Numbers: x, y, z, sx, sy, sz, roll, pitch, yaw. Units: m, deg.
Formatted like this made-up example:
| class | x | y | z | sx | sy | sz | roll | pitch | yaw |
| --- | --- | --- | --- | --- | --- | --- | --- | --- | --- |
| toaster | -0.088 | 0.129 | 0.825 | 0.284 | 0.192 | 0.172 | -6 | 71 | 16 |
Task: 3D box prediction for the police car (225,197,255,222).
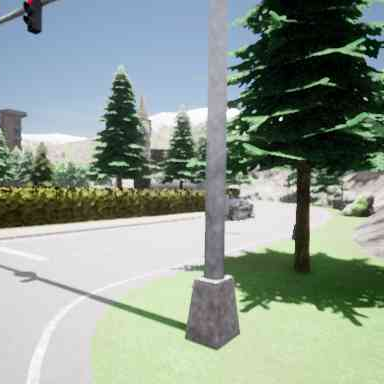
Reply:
| class | x | y | z | sx | sy | sz | roll | pitch | yaw |
| --- | --- | --- | --- | --- | --- | --- | --- | --- | --- |
| police car | 2.918 | 1.173 | 24.263 | 1.930 | 1.638 | 5.238 | 2 | 1 | 32 |
